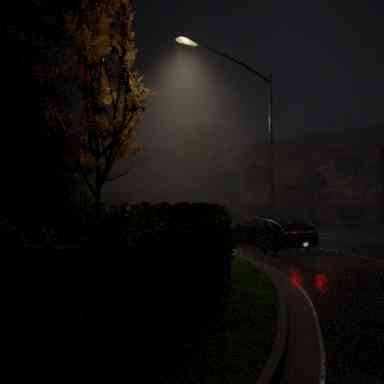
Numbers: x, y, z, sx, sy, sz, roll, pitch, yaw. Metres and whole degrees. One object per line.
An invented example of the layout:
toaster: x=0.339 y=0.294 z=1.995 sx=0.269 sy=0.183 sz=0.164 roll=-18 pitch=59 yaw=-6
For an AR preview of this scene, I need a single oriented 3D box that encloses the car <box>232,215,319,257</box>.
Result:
car: x=3.183 y=1.725 z=14.276 sx=2.128 sy=1.511 sz=4.902 roll=0 pitch=-1 yaw=-22
